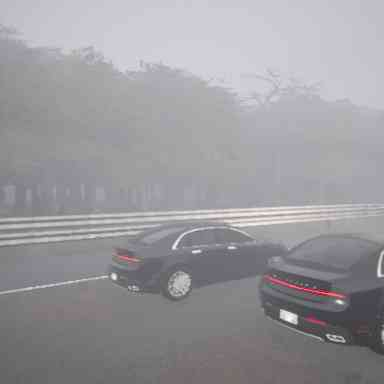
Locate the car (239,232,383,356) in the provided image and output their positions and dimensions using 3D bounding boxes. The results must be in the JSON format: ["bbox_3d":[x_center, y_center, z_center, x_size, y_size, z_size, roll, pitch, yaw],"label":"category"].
[{"bbox_3d":[3.355,1.498,6.066,4.892,1.490,1.837,0,0,-34],"label":"car"}]

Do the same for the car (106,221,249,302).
[{"bbox_3d":[0.372,1.489,8.265,4.892,1.490,1.837,0,0,-35],"label":"car"}]
